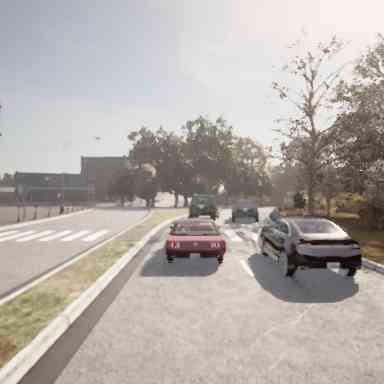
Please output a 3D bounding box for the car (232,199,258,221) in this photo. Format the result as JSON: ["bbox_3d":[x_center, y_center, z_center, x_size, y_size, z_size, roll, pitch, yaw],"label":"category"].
[{"bbox_3d":[4.393,1.395,27.615,2.097,1.767,4.553,0,0,9],"label":"car"}]

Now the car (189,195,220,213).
[{"bbox_3d":[1.110,1.279,27.930,2.150,2.045,5.566,0,0,9],"label":"car"}]

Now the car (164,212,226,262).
[{"bbox_3d":[0.107,1.623,12.140,1.895,1.301,4.718,0,0,0],"label":"car"}]

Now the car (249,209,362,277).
[{"bbox_3d":[3.350,1.512,10.277,2.128,1.511,4.902,0,0,0],"label":"car"}]
